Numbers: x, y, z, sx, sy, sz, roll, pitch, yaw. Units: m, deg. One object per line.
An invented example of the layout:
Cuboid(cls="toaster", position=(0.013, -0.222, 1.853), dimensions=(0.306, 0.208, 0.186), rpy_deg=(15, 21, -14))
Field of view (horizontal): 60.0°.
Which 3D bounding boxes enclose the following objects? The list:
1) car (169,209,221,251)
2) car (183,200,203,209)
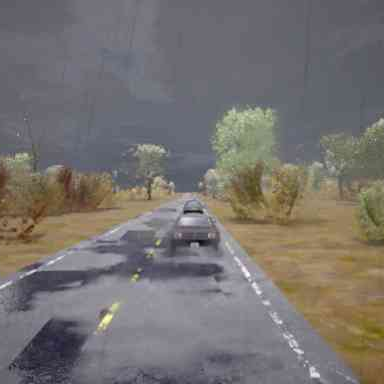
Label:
Cuboid(cls="car", position=(0.105, 1.598, 14.147), dimensions=(1.895, 1.301, 4.718), rpy_deg=(0, 0, 0))
Cuboid(cls="car", position=(0.116, 1.547, 33.963), dimensions=(1.994, 1.385, 4.181), rpy_deg=(0, 0, 0))
